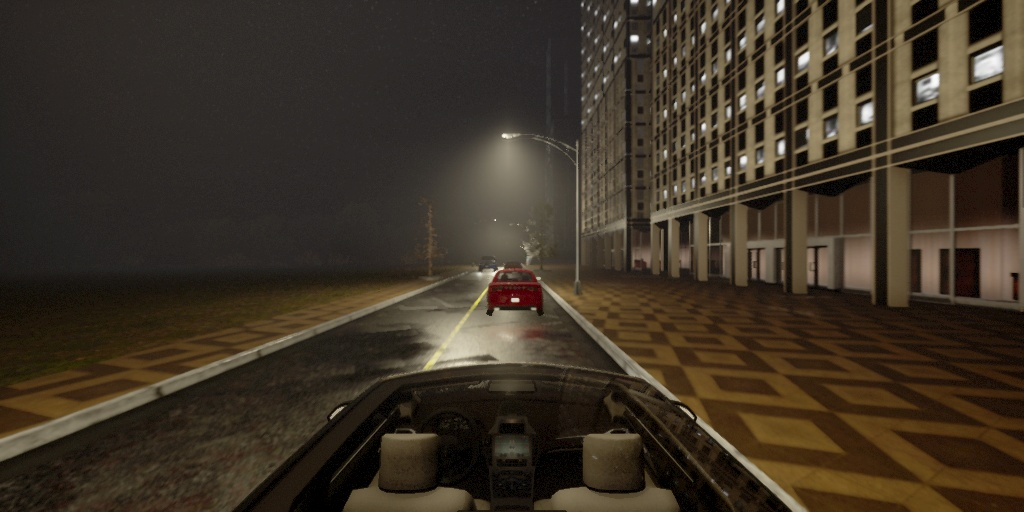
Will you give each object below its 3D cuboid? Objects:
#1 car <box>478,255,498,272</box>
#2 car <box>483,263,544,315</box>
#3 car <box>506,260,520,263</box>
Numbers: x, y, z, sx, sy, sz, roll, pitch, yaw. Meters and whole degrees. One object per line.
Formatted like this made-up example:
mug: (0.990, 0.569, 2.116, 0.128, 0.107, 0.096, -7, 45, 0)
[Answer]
car: (-2.992, 0.932, 45.329, 2.150, 2.045, 5.566, 0, 0, 0)
car: (0.103, 1.216, 13.624, 1.882, 1.535, 5.008, 0, 0, 0)
car: (0.107, 1.193, 37.199, 1.882, 1.535, 5.008, 0, 0, 0)
